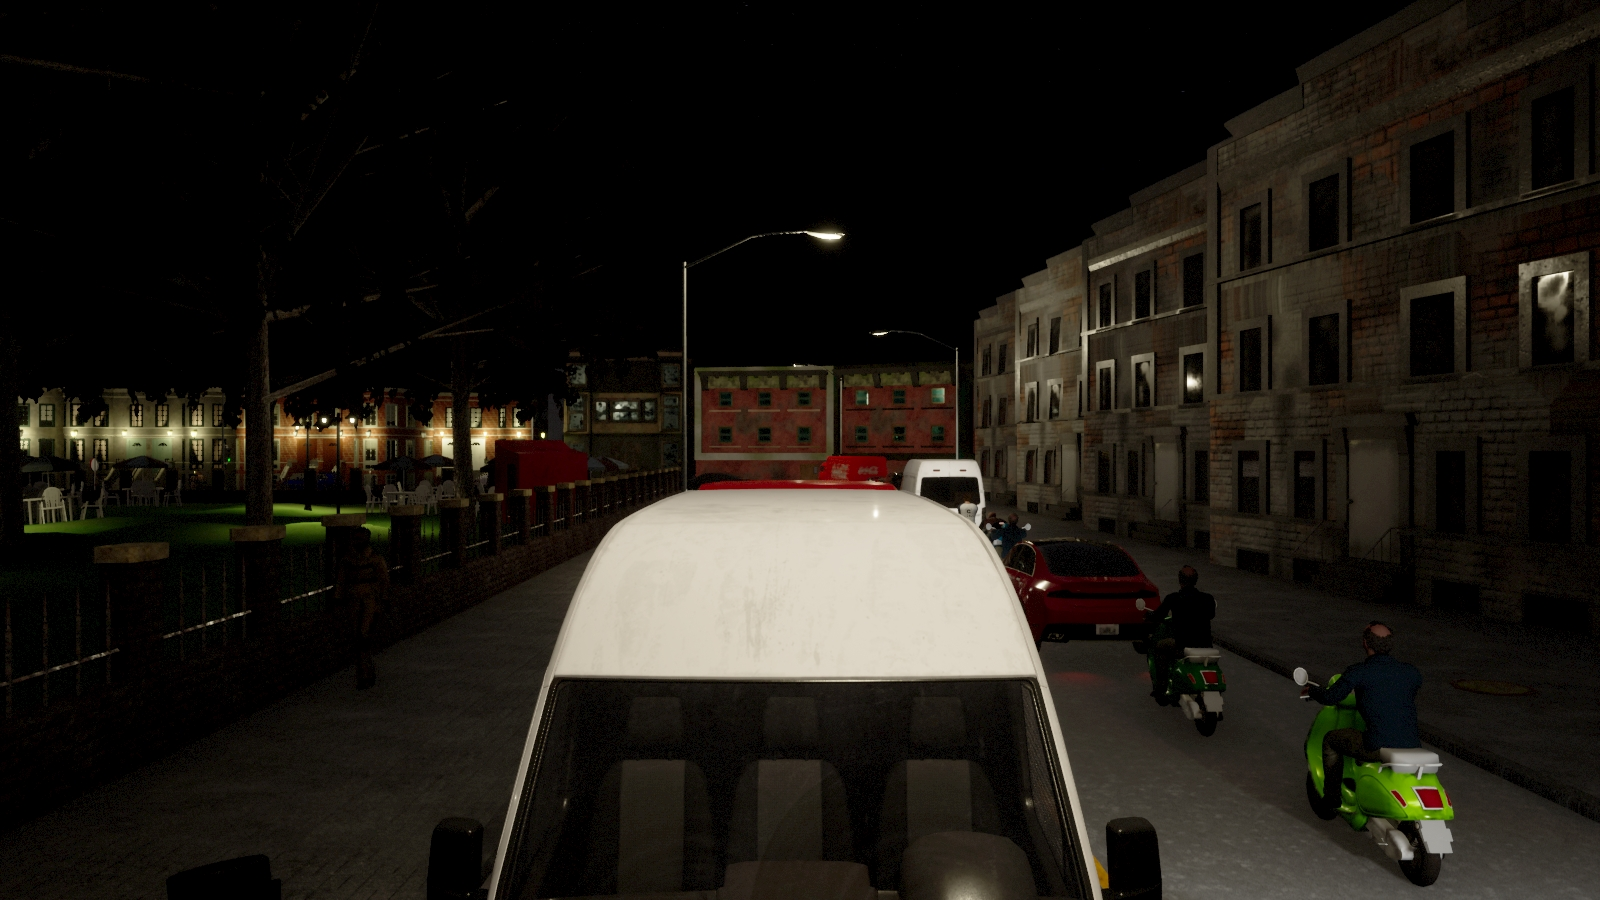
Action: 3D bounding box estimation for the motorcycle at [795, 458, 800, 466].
[{"bbox_3d":[-0.384,1.962,183.190,0.856,1.236,1.805,0,0,0],"label":"motorcycle"}]

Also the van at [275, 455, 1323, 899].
[{"bbox_3d":[-0.006,1.314,5.127,1.988,2.561,5.915,0,0,0],"label":"van"}]

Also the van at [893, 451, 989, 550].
[{"bbox_3d":[3.906,1.314,32.634,1.988,2.561,5.915,0,0,0],"label":"van"}]

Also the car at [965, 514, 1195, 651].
[{"bbox_3d":[3.953,1.841,17.118,2.231,1.480,4.892,0,0,0],"label":"car"}]

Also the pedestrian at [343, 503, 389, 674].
[{"bbox_3d":[-4.832,1.525,12.737,0.375,1.860,0.375,0,0,0],"label":"pedestrian"}]
